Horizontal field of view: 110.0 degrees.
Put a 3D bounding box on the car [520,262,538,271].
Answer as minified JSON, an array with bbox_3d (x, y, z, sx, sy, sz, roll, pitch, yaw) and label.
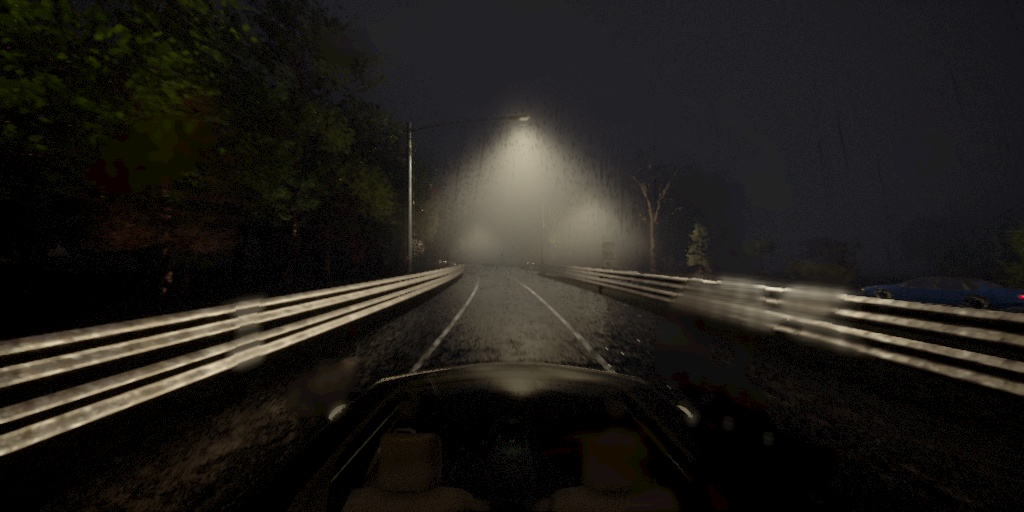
[{"bbox_3d":[2.897,1.823,61.500,1.812,1.442,4.674,1,-1,-21],"label":"car"}]

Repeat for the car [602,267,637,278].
[{"bbox_3d":[11.394,1.816,39.160,1.895,1.301,4.718,0,0,-21],"label":"car"}]

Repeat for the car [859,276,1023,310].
[{"bbox_3d":[19.958,1.644,16.687,2.033,1.411,5.357,0,0,-21],"label":"car"}]
